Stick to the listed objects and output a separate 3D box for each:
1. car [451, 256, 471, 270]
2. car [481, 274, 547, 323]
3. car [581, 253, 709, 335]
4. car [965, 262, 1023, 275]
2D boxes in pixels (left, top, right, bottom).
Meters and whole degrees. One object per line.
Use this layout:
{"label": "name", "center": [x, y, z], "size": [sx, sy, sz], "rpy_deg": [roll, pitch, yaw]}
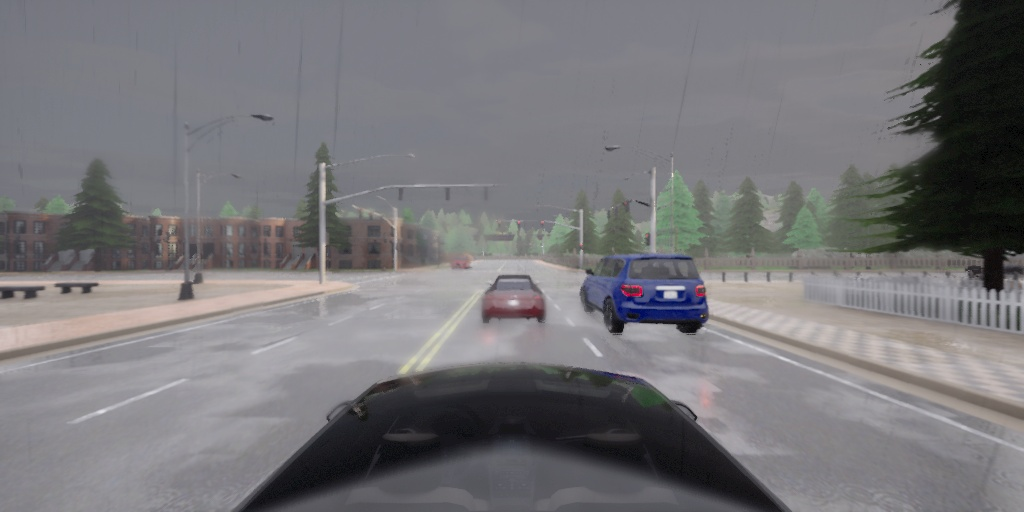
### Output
{"label": "car", "center": [-7.004, 0.997, 49.541], "size": [2.150, 2.045, 5.566], "rpy_deg": [0, 1, 0]}
{"label": "car", "center": [0.063, 1.294, 12.094], "size": [1.994, 1.385, 4.181], "rpy_deg": [0, 0, 0]}
{"label": "car", "center": [3.551, 0.954, 10.657], "size": [2.150, 2.045, 5.566], "rpy_deg": [0, 0, 1]}
{"label": "car", "center": [48.842, 1.286, 36.020], "size": [4.718, 1.301, 1.895], "rpy_deg": [0, 0, 0]}
